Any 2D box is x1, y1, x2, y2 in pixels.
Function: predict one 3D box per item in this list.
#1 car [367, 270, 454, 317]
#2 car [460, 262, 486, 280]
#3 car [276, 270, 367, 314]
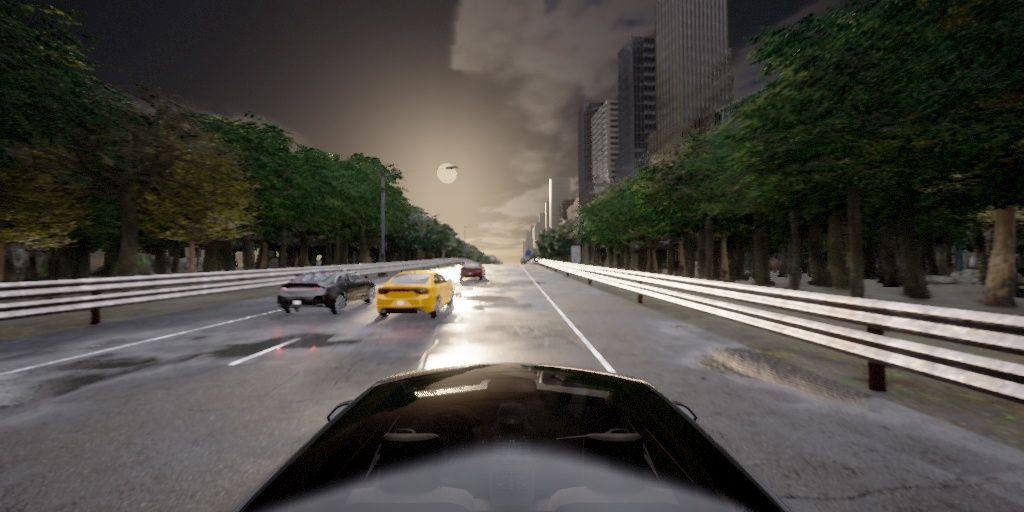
[{"bbox_3d":[-3.395,1.273,13.399,1.882,1.535,5.008,0,0,0],"label":"car"},{"bbox_3d":[-3.388,1.265,31.446,1.882,1.535,5.008,0,0,0],"label":"car"},{"bbox_3d":[-6.896,1.287,13.928,2.128,1.511,4.902,0,0,0],"label":"car"}]
